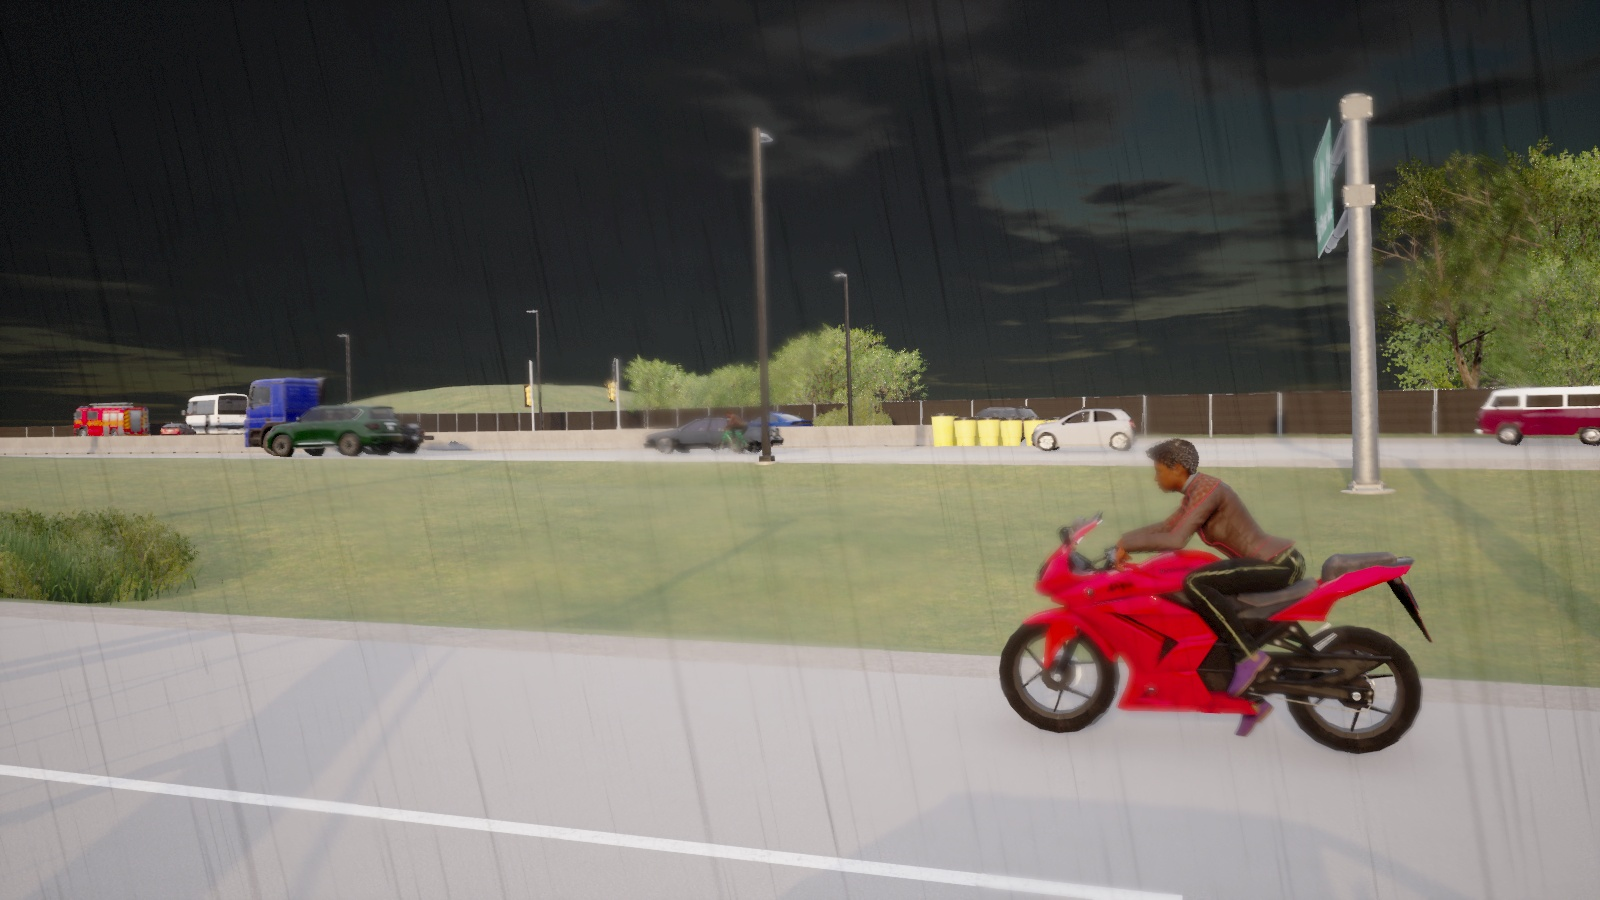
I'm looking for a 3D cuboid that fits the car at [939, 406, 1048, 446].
[{"bbox_3d":[8.934,-1.115,58.042,4.553,1.767,2.097,1,2,41],"label":"car"}]

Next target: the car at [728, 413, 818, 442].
[{"bbox_3d":[-1.497,-1.237,67.820,5.008,1.535,1.882,1,2,45],"label":"car"}]

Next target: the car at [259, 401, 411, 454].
[{"bbox_3d":[-18.612,-0.880,50.286,5.566,2.045,2.150,0,1,19],"label":"car"}]

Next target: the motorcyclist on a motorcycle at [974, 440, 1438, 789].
[{"bbox_3d":[1.955,0.718,6.226,2.044,1.523,0.797,0,1,19],"label":"motorcyclist on a motorcycle"}]

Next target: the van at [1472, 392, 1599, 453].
[{"bbox_3d":[26.276,-0.974,44.140,4.480,2.038,2.069,1,2,33],"label":"van"}]

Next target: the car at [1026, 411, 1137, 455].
[{"bbox_3d":[9.891,-0.588,44.056,3.633,1.501,1.845,0,1,19],"label":"car"}]

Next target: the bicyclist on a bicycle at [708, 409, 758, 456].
[{"bbox_3d":[-2.388,-0.617,44.631,1.656,1.620,0.582,0,1,19],"label":"bicyclist on a bicycle"}]

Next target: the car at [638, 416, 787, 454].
[{"bbox_3d":[-3.389,-0.575,48.688,5.357,1.411,2.033,0,1,19],"label":"car"}]

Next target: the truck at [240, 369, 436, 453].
[{"bbox_3d":[-20.047,-1.635,54.482,7.936,3.462,2.891,0,1,19],"label":"truck"}]
